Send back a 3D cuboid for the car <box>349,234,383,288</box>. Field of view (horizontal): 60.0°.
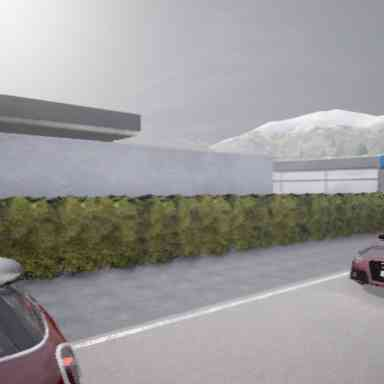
[{"bbox_3d":[5.694,1.527,8.028,4.181,1.385,1.994,0,0,-35],"label":"car"}]

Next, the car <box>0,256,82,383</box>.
[{"bbox_3d":[-3.001,1.358,1.845,4.553,1.767,2.097,0,0,-35],"label":"car"}]
